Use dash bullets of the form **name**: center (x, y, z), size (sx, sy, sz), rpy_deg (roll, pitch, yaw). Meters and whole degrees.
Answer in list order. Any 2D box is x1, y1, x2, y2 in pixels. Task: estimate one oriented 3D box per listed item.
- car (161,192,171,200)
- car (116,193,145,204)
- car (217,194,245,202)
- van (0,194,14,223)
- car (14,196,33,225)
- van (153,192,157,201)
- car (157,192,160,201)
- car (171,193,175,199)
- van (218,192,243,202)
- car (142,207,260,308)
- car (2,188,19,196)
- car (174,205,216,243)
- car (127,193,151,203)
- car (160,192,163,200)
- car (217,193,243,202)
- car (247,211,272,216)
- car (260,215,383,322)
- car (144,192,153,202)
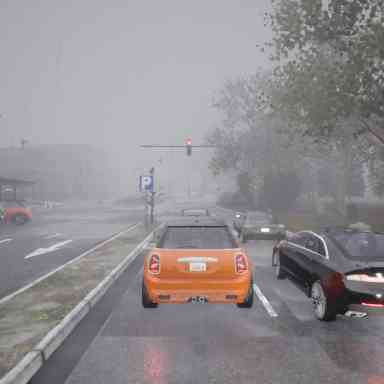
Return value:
- **car**: center (-8.536, 1.356, 84.934), size (4.674, 1.452, 2.002), rpy_deg (-1, 0, -12)
- **car**: center (-11.504, 1.357, 60.997), size (4.792, 1.488, 2.163), rpy_deg (-1, 0, -15)
- **car**: center (8.134, 1.262, 69.574), size (5.366, 1.575, 1.946), rpy_deg (1, 0, -13)
- **van**: center (-13.623, 1.296, 20.211), size (4.442, 1.987, 1.878), rpy_deg (-1, 0, -20)
- **car**: center (-13.650, 1.402, 23.189), size (4.553, 1.767, 2.185), rpy_deg (-1, 0, -19)
- **van**: center (-10.309, 1.092, 69.983), size (4.442, 1.987, 1.878), rpy_deg (-1, 0, -14)
- **car**: center (-10.084, 1.320, 72.954), size (4.892, 1.521, 2.231), rpy_deg (-1, 0, -14)
- **car**: center (-8.089, 1.063, 87.941), size (5.566, 2.045, 2.435), rpy_deg (-1, 0, -12)
- **van**: center (7.221, 1.041, 63.610), size (4.442, 1.987, 1.878), rpy_deg (1, 0, -14)
- **car**: center (0.104, 1.363, 8.094), size (2.097, 1.767, 4.553), rpy_deg (0, 0, 0)
- **car**: center (-28.216, 0.136, 51.849), size (2.002, 1.452, 4.674), rpy_deg (6, -3, -19)
- **car**: center (0.153, 1.531, 17.179), size (1.837, 1.490, 4.892), rpy_deg (0, 0, 1)
- **car**: center (-10.772, 1.195, 66.942), size (4.553, 1.767, 2.185), rpy_deg (-1, 0, -14)
- **car**: center (-9.714, 1.358, 75.949), size (4.674, 1.452, 2.002), rpy_deg (-1, 0, -13)
- **car**: center (7.601, 1.140, 66.580), size (4.553, 1.767, 2.185), rpy_deg (1, 0, -14)
- **car**: center (3.144, 1.587, 16.129), size (1.994, 1.385, 4.181), rpy_deg (0, 0, 1)
- **car**: center (3.102, 1.501, 7.217), size (2.128, 1.511, 4.902), rpy_deg (0, 0, 0)
- **car**: center (-10.862, 1.314, 63.990), size (5.366, 1.575, 1.946), rpy_deg (-1, 0, -15)
